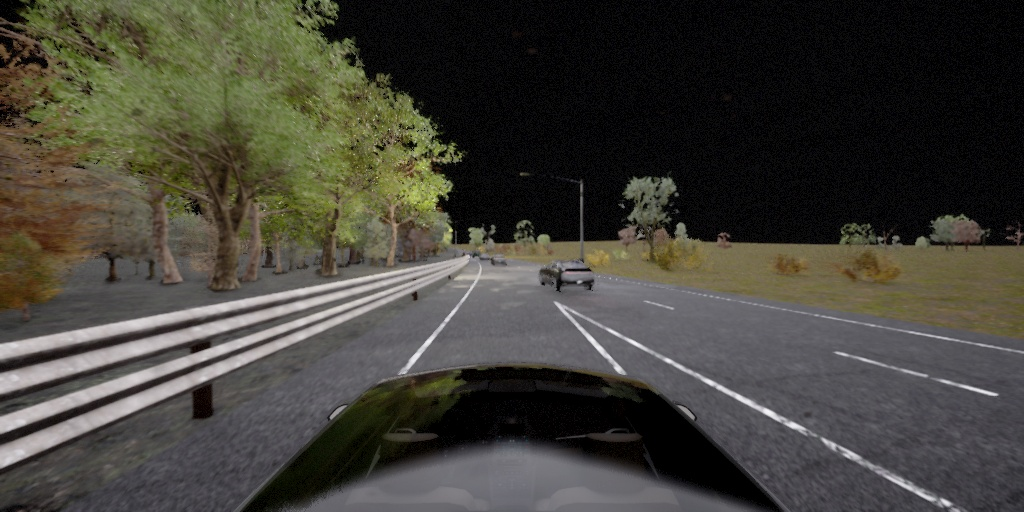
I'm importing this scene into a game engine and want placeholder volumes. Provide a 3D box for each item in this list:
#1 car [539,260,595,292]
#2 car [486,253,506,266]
[{"bbox_3d":[2.696,0.945,18.626,2.128,1.511,4.902,0,1,-9],"label":"car"},{"bbox_3d":[-1.930,0.486,48.270,2.128,1.511,4.902,0,1,-9],"label":"car"}]
